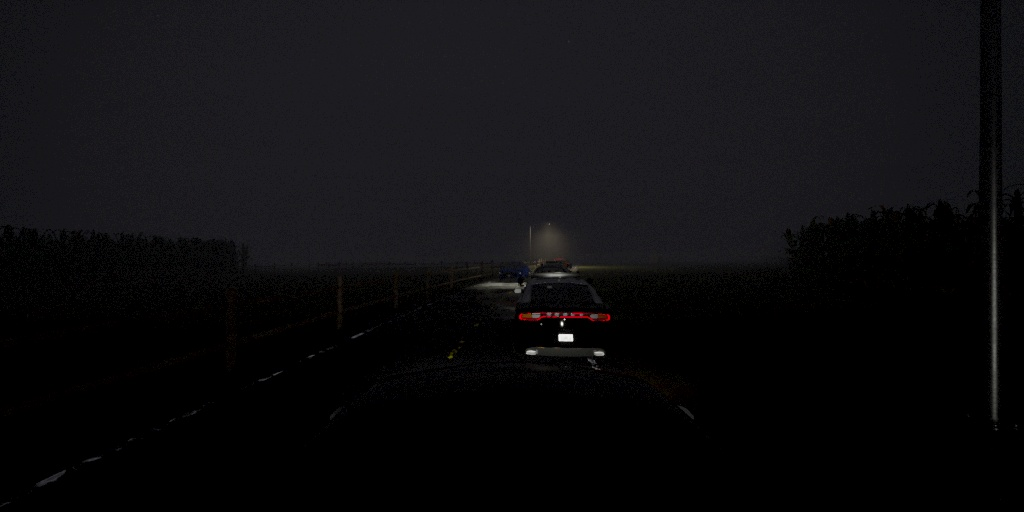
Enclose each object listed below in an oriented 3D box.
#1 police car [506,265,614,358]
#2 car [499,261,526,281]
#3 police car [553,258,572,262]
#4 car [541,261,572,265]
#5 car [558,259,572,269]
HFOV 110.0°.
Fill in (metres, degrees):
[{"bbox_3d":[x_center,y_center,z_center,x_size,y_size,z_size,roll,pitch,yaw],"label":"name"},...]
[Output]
[{"bbox_3d":[1.063,1.173,8.632,1.930,1.638,5.238,0,0,3],"label":"police car"},{"bbox_3d":[0.242,1.208,29.346,1.882,1.535,5.008,0,0,11],"label":"car"},{"bbox_3d":[2.874,1.159,24.279,1.930,1.638,5.238,0,0,10],"label":"police car"},{"bbox_3d":[1.981,1.218,18.326,1.882,1.535,5.008,0,0,7],"label":"car"},{"bbox_3d":[8.316,1.259,55.891,1.994,1.385,4.181,0,0,12],"label":"car"}]
